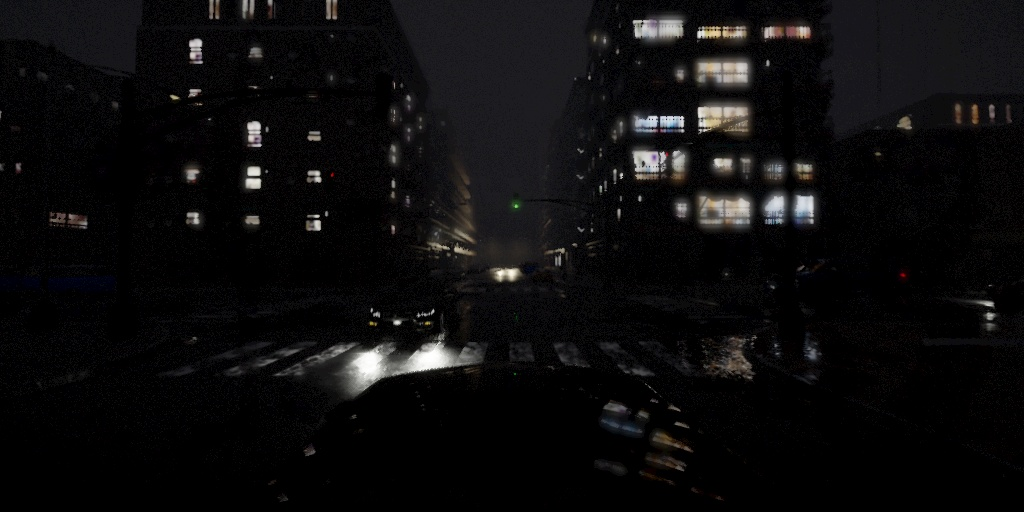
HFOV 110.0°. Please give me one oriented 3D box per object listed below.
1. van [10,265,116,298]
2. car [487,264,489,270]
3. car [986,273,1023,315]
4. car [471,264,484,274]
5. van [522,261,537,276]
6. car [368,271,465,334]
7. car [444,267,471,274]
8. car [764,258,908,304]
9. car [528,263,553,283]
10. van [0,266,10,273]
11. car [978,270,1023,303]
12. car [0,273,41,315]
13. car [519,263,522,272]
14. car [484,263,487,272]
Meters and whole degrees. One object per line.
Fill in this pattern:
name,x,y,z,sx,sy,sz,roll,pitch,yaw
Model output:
van,-24.840,1.403,20.096,3.998,1.789,1.690,0,0,1
car,-5.425,2.087,62.778,1.802,1.307,4.207,0,0,0
car,18.672,1.216,11.619,4.097,1.591,1.967,0,0,1
car,-5.404,1.941,51.464,1.802,1.307,4.207,0,0,0
van,2.519,1.629,45.883,1.690,1.789,3.998,0,0,0
car,-2.766,1.379,11.065,1.837,1.490,4.892,0,-1,0
car,-5.503,1.695,34.492,2.007,1.370,4.403,0,0,0
car,15.271,1.137,17.097,5.566,2.045,2.150,0,-1,2
car,2.641,1.638,32.052,1.751,1.417,4.829,0,0,0
van,-30.434,1.415,20.173,3.998,1.789,1.690,0,0,1
car,25.581,1.418,16.952,4.674,1.442,1.812,0,-1,0
car,-19.355,1.411,12.142,4.403,1.370,2.007,0,0,1
car,2.476,1.675,51.536,2.192,1.841,5.009,0,0,0
car,-5.414,1.957,56.951,1.751,1.417,4.829,0,0,0
